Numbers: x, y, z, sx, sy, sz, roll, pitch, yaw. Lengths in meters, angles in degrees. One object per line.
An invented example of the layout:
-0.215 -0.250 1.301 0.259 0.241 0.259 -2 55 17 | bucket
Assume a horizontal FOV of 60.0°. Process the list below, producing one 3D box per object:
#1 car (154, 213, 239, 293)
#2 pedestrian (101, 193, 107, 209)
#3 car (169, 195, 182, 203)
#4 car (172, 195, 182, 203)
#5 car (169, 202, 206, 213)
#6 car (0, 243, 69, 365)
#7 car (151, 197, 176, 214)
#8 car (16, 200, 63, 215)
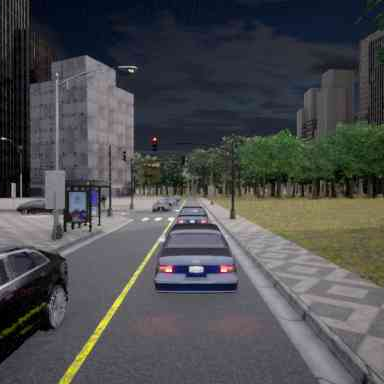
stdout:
0.084 1.545 8.952 2.033 1.411 5.357 0 0 0 | car
-10.122 1.051 38.143 0.375 1.860 0.375 0 0 1 | pedestrian
-3.147 1.436 52.900 2.128 1.511 4.902 0 0 0 | car
-3.098 1.420 69.280 1.837 1.490 4.892 0 0 0 | car
0.058 1.538 19.287 2.033 1.411 5.357 0 0 1 | car
-3.103 1.490 4.066 2.128 1.511 4.902 0 0 0 | car
-3.135 1.536 35.395 1.994 1.385 4.181 0 0 0 | car
-14.381 1.477 32.032 4.674 1.442 1.812 0 0 2 | car
